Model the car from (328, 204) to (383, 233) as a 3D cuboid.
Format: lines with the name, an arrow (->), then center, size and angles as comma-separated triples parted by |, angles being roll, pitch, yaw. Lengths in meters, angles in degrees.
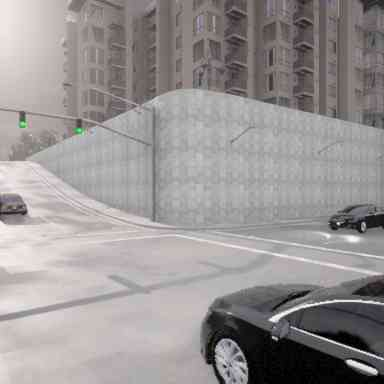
car -> 10.056, 1.505, 19.773 | 4.892, 1.490, 1.837 | 0, 0, -36

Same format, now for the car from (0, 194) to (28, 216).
car -> -13.500, 0.845, 24.569 | 2.033, 1.411, 5.357 | 0, 6, -36

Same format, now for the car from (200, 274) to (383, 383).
car -> 2.015, 1.535, 2.985 | 1.837, 1.490, 4.892 | 0, 0, -36
